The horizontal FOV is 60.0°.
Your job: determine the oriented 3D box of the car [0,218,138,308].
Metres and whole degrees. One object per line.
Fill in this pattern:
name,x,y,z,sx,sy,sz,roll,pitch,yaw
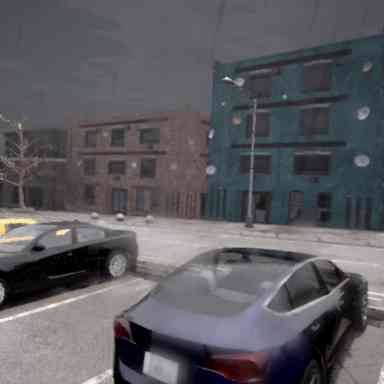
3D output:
car,-3.482,1.467,7.892,2.097,1.535,5.008,0,0,36

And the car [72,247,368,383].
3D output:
car,1.096,1.506,4.653,2.163,1.488,4.792,0,0,36

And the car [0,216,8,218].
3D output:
car,-5.871,1.463,9.364,1.946,1.575,5.366,0,0,36
